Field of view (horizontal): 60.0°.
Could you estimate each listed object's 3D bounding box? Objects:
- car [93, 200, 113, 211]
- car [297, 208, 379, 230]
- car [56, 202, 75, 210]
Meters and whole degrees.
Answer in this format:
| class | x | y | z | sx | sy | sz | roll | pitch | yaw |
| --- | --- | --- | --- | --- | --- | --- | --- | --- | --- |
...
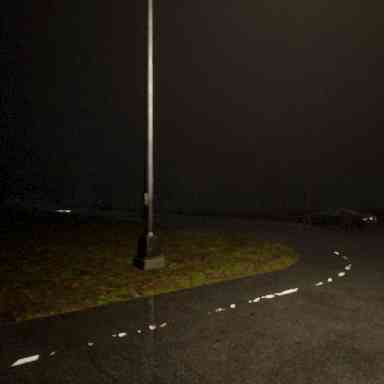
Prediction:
| class | x | y | z | sx | sy | sz | roll | pitch | yaw |
| --- | --- | --- | --- | --- | --- | --- | --- | --- | --- |
| car | -16.581 | 2.448 | 61.813 | 2.150 | 2.045 | 5.566 | 3 | -3 | -35 |
| car | 10.212 | 1.851 | 23.681 | 2.033 | 1.411 | 5.357 | 3 | -3 | -35 |
| car | -22.698 | 2.554 | 58.898 | 1.994 | 1.385 | 4.181 | 2 | -2 | -31 |
